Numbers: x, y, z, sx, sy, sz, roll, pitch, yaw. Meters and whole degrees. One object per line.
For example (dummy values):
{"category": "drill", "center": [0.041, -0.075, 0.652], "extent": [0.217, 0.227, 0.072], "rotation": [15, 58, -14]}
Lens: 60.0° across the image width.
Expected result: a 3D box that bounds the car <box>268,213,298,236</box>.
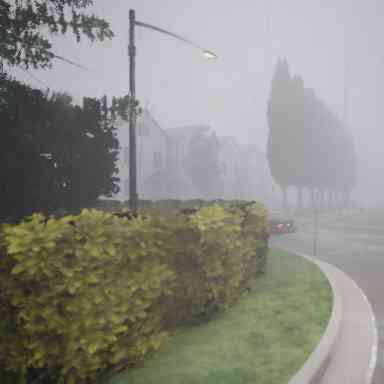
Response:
{"category": "car", "center": [3.201, 1.757, 18.849], "extent": [2.033, 1.411, 5.357], "rotation": [0, -1, -43]}
